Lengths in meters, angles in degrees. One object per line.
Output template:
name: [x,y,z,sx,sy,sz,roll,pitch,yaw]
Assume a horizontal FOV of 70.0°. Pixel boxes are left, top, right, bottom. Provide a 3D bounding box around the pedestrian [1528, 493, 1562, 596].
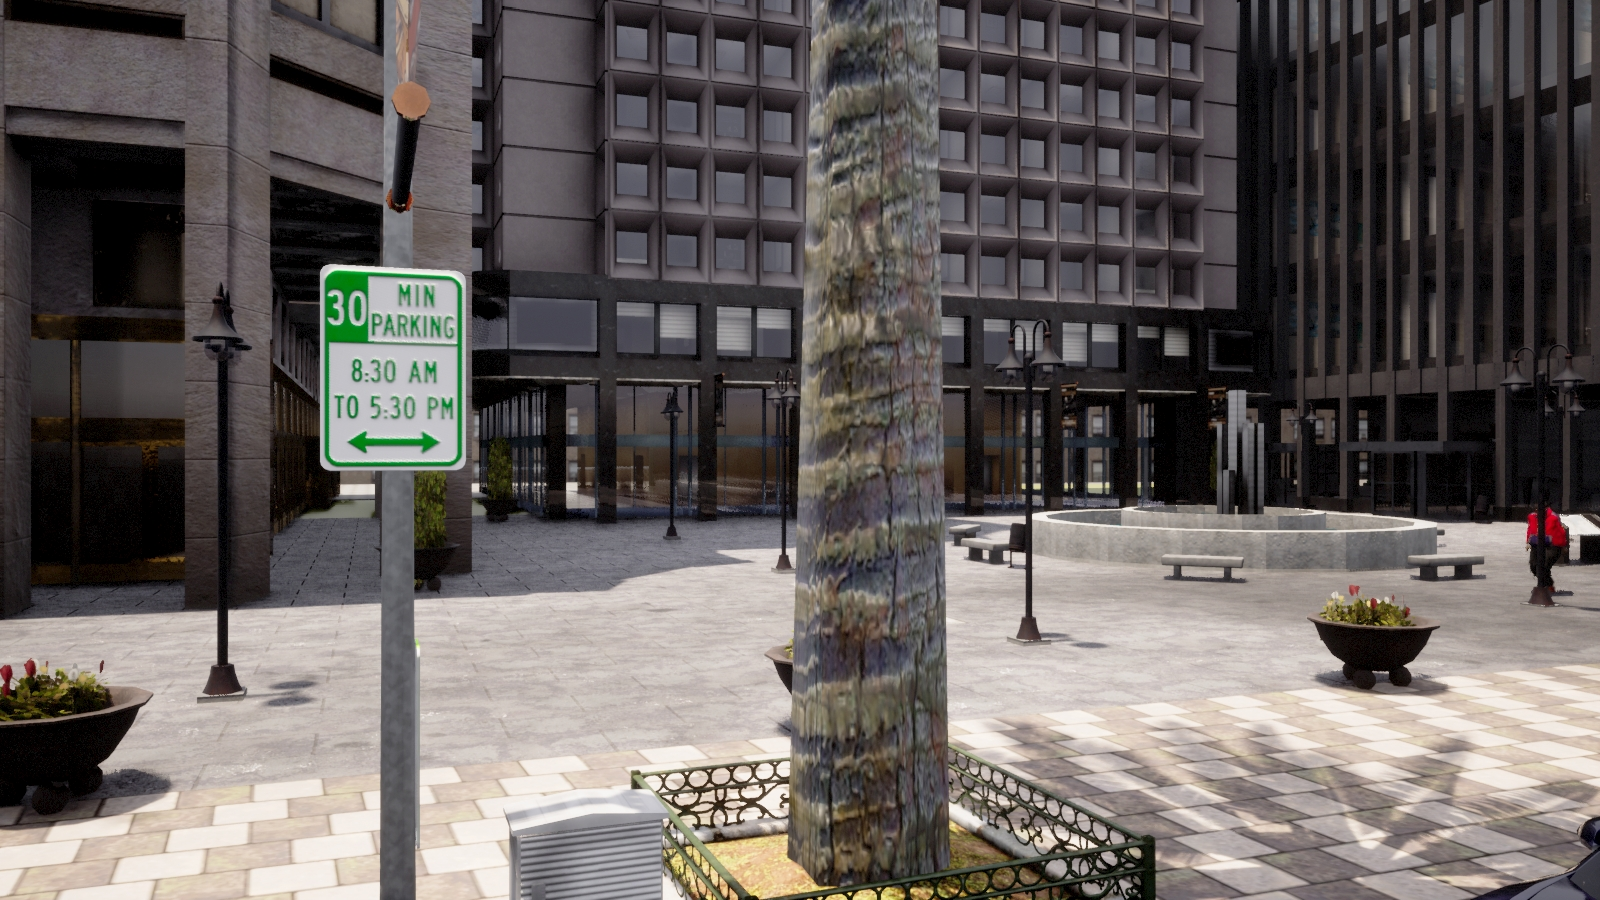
pedestrian: [13.641,1.722,20.931,0.375,1.860,0.375,0,0,-25]
